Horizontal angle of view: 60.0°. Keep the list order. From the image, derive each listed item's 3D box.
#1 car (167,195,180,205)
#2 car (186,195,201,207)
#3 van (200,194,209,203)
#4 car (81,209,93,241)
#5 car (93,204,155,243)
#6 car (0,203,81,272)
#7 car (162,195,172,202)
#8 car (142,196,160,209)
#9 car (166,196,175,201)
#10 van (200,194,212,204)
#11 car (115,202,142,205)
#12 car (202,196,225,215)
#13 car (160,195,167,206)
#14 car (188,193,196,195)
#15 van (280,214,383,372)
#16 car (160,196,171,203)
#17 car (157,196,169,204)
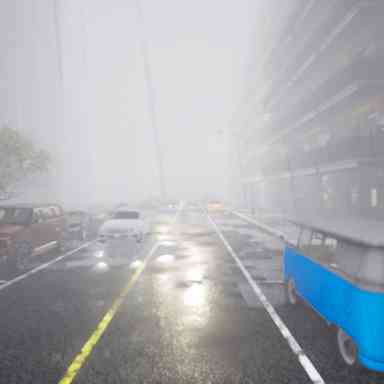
[{"bbox_3d":[-3.067,1.595,56.999,1.994,1.385,4.181,0,0,0],"label":"car"},{"bbox_3d":[-0.012,1.627,52.271,1.895,1.301,4.718,0,0,0],"label":"car"},{"bbox_3d":[2.670,1.393,71.687,1.690,1.788,3.998,0,0,0],"label":"van"},{"bbox_3d":[-5.697,1.554,16.458,2.008,1.369,4.403,0,0,0],"label":"car"},{"bbox_3d":[-3.104,1.528,16.115,1.812,1.442,4.674,0,0,0],"label":"car"},{"bbox_3d":[-5.696,1.316,10.934,2.192,1.841,5.009,0,0,0],"label":"car"},{"bbox_3d":[-5.712,1.501,77.210,1.967,1.590,4.097,0,0,0],"label":"car"},{"bbox_3d":[-5.704,1.584,44.072,1.947,1.339,4.313,0,0,0],"label":"car"},{"bbox_3d":[-5.714,1.644,88.255,1.947,1.339,4.313,0,0,0],"label":"car"},{"bbox_3d":[2.674,1.370,55.120,1.690,1.788,3.998,0,0,0],"label":"van"},{"bbox_3d":[-5.700,1.558,27.504,2.008,1.369,4.403,0,0,0],"label":"car"},{"bbox_3d":[2.342,1.469,34.594,1.801,1.575,5.366,0,0,0],"label":"car"},{"bbox_3d":[-5.707,1.469,55.119,1.967,1.590,4.097,0,0,0],"label":"car"},{"bbox_3d":[-0.012,1.285,66.427,2.150,2.045,5.566,0,0,0],"label":"car"},{"bbox_3d":[2.686,1.341,5.414,1.690,1.788,3.998,0,0,0],"label":"van"},{"bbox_3d":[-5.710,1.603,71.686,2.008,1.369,4.403,0,0,0],"label":"car"},{"bbox_3d":[-5.709,1.595,66.162,2.008,1.369,4.403,0,0,0],"label":"car"}]
